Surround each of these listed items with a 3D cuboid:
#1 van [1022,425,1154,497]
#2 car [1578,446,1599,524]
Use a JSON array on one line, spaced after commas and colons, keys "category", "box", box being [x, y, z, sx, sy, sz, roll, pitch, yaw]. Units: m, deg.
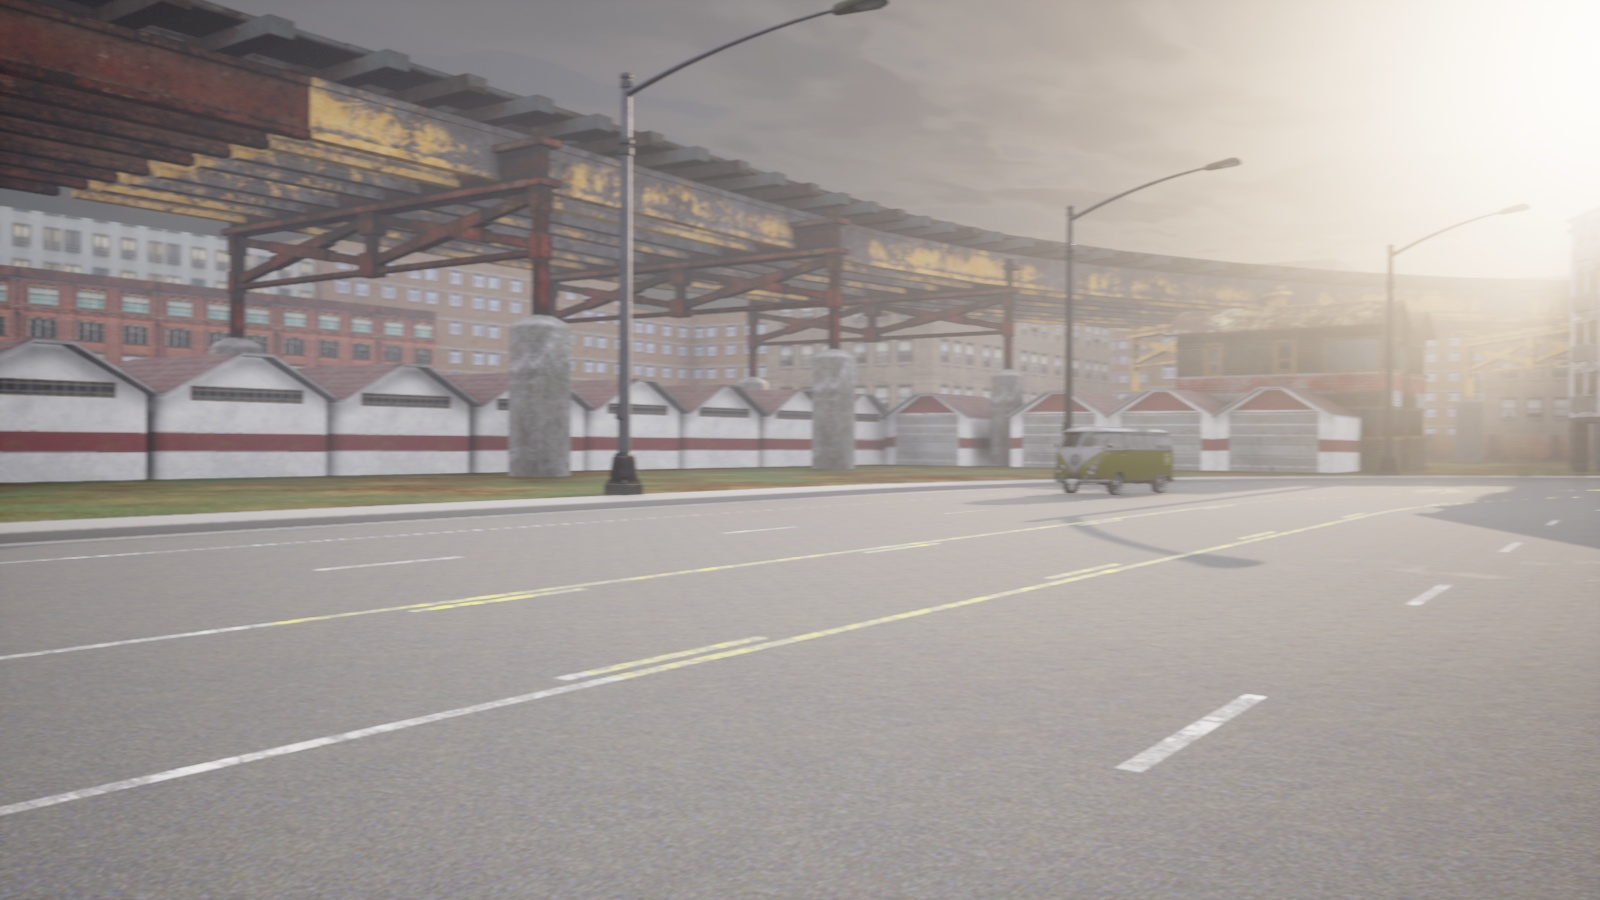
[{"category": "van", "box": [8.569, 0.312, 37.147, 1.775, 1.987, 4.442, 0, 0, 43]}, {"category": "car", "box": [17.248, 0.711, 25.676, 1.837, 1.490, 4.892, 1, 0, 37]}]
